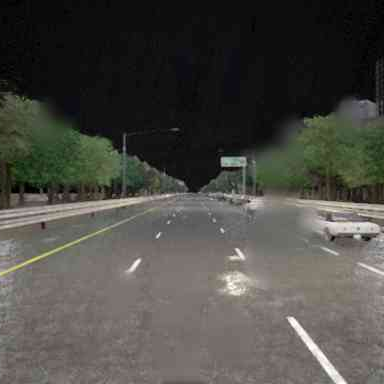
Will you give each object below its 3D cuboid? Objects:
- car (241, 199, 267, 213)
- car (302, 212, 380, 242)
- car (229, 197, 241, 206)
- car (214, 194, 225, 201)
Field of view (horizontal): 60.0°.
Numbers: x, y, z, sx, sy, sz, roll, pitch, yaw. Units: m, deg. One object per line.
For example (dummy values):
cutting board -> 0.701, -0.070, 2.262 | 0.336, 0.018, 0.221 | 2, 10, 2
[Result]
car -> 7.076, 1.538, 37.243 | 1.812, 1.442, 4.674 | 0, 0, 0
car -> 7.014, 1.604, 16.316 | 1.895, 1.301, 4.718 | 0, 0, 0
car -> 7.165, 1.495, 54.930 | 2.128, 1.511, 4.902 | 0, 0, 0
car -> 7.391, 1.479, 85.065 | 1.837, 1.490, 4.892 | 0, 0, 0
